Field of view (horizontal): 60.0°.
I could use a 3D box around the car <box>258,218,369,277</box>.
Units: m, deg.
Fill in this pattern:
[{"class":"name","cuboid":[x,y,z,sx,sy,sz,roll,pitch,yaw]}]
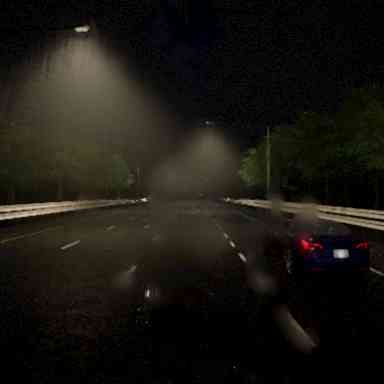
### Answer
[{"class":"car","cuboid":[3.497,1.527,10.329,2.163,1.488,4.792,0,0,-2]}]
